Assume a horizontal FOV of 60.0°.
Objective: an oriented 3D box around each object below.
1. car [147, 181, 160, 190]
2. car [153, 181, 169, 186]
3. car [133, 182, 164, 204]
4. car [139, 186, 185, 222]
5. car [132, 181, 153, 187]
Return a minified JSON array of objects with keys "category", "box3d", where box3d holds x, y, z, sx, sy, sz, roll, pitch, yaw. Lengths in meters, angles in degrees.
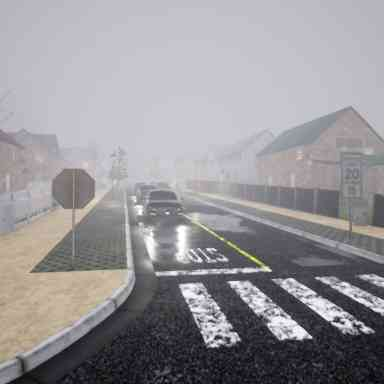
[{"category":"car","box3d":[-6.690,-1.171,57.085,1.812,1.442,4.674,0,3,-12]},{"category":"car","box3d":[-4.085,-0.614,44.414,1.882,1.535,5.008,0,3,-11]},{"category":"car","box3d":[-3.725,0.148,28.021,1.837,1.490,4.892,0,3,-11]},{"category":"car","box3d":[-1.619,0.641,17.745,1.837,1.490,4.892,0,2,-12]},{"category":"car","box3d":[-5.951,-0.375,38.993,1.837,1.490,4.892,0,2,-11]}]
